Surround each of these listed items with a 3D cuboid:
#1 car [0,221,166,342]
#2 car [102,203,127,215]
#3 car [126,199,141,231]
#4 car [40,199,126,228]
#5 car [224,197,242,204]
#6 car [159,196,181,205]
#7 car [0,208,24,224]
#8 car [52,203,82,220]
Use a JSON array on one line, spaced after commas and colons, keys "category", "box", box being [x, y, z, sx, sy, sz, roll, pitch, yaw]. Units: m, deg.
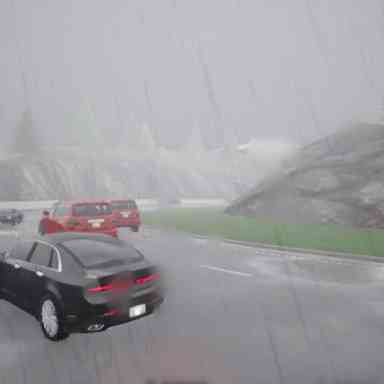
[{"category": "car", "box": [-2.605, 1.582, 6.752, 4.892, 1.490, 1.837, -1, 0, 43]}, {"category": "car", "box": [-9.376, 2.024, 40.476, 1.994, 1.385, 4.181, 0, -1, 0]}, {"category": "car", "box": [-5.038, 1.464, 21.271, 2.150, 2.045, 5.566, 0, -1, -28]}, {"category": "car", "box": [-5.278, 1.391, 15.052, 2.150, 2.045, 5.566, 0, -1, -36]}, {"category": "car", "box": [10.762, 2.211, 87.119, 4.553, 1.767, 2.097, 0, -1, -19]}, {"category": "car", "box": [-5.063, 1.988, 76.376, 5.566, 2.045, 2.150, 1, -1, -44]}, {"category": "car", "box": [-14.235, 1.877, 25.522, 1.895, 1.301, 4.718, 0, -1, -18]}, {"category": "car", "box": [-12.415, 1.876, 33.356, 1.837, 1.490, 4.892, 0, -1, -9]}]
